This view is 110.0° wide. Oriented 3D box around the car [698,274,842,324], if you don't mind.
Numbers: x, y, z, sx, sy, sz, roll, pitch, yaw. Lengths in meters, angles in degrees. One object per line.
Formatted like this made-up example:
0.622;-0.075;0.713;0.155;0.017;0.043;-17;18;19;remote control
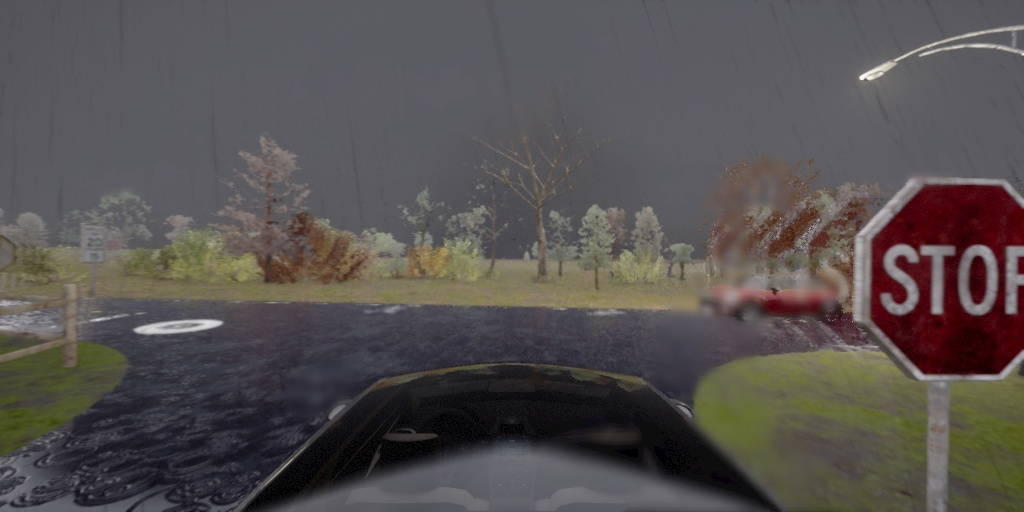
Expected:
9.523;1.474;13.449;4.553;1.767;2.097;1;0;-4;car
